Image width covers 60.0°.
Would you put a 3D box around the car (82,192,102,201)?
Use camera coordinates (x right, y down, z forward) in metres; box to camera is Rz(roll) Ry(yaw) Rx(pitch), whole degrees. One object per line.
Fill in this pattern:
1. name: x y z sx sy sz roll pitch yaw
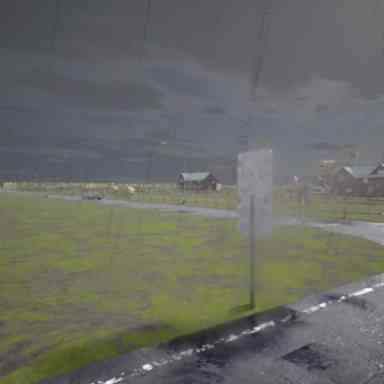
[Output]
1. car: -15.708 0.634 52.123 1.994 1.385 4.181 0 1 -36
